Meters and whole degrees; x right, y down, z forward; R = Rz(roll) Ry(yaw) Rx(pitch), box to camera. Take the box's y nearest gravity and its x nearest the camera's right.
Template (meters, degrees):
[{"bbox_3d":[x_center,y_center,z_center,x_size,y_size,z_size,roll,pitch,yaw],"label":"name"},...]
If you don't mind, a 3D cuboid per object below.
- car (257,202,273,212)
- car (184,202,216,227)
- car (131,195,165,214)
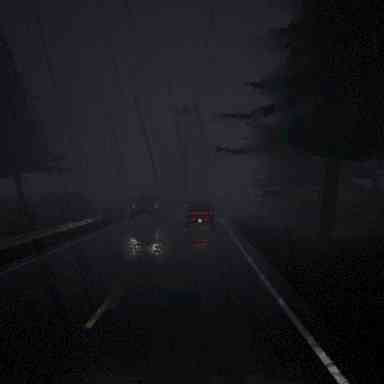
[{"bbox_3d":[9.570,1.321,36.133,5.008,1.535,1.882,0,0,1],"label":"car"},{"bbox_3d":[0.530,1.406,22.111,1.837,1.490,4.892,0,1,2],"label":"car"},{"bbox_3d":[-3.031,0.901,23.733,2.097,1.767,4.553,0,0,2],"label":"car"}]
